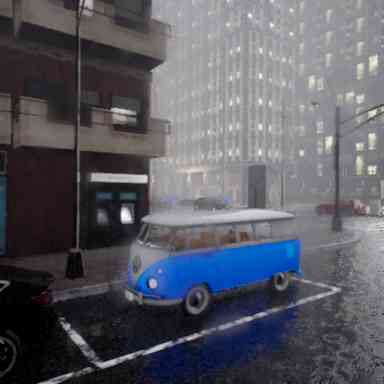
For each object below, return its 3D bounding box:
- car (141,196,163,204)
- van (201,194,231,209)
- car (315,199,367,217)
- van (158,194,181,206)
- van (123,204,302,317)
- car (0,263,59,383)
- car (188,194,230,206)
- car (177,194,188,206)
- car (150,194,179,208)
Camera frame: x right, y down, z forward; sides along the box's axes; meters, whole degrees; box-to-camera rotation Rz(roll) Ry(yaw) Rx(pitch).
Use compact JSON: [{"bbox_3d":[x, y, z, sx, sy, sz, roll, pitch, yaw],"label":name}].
[{"bbox_3d":[-6.805,1.366,56.614,1.947,1.339,4.313,1,0,-35],"label":"car"},{"bbox_3d":[3.012,1.161,42.800,1.690,1.788,3.998,1,0,-35],"label":"van"},{"bbox_3d":[12.825,1.283,28.985,1.967,1.590,4.097,1,0,-35],"label":"car"},{"bbox_3d":[-3.530,1.147,52.010,1.690,1.788,3.998,1,0,-35],"label":"van"},{"bbox_3d":[0.598,1.306,7.134,3.998,1.788,1.690,-1,1,-35],"label":"van"},{"bbox_3d":[-3.815,1.574,3.781,4.313,1.339,1.947,-1,1,-35],"label":"car"},{"bbox_3d":[2.029,1.267,34.185,1.837,1.490,4.892,1,0,-35],"label":"car"},{"bbox_3d":[-0.262,1.363,47.404,2.008,1.369,4.403,1,0,-35],"label":"car"},{"bbox_3d":[-3.822,1.275,37.946,2.008,1.369,4.403,1,0,-35],"label":"car"}]
